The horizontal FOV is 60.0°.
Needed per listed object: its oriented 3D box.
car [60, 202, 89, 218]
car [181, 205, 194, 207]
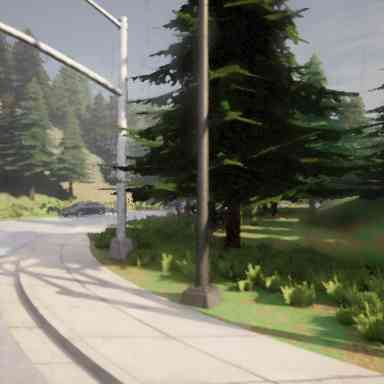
[{"bbox_3d":[-10.227,1.627,31.519,1.837,1.490,4.892,0,-1,25],"label":"car"},{"bbox_3d":[-0.249,1.779,41.831,1.812,1.442,4.674,0,0,39],"label":"car"}]
